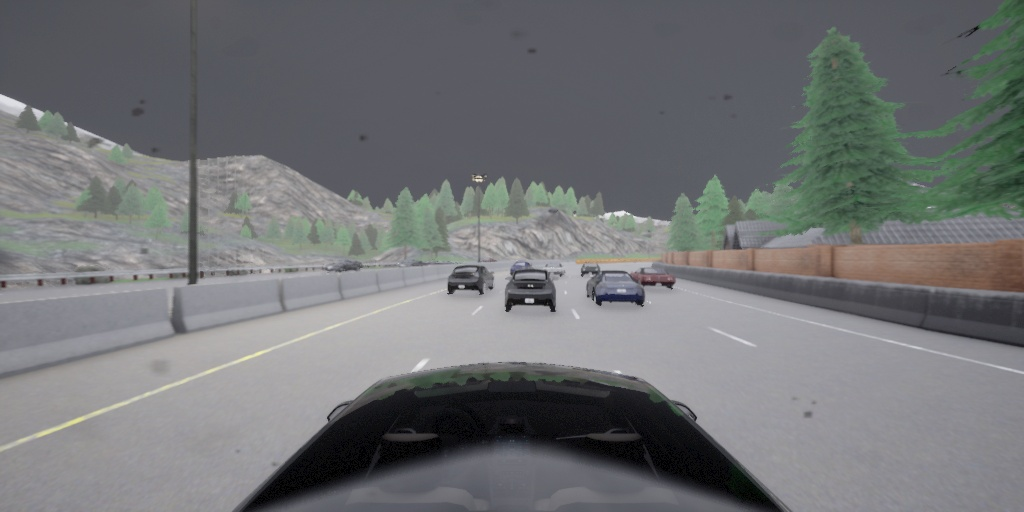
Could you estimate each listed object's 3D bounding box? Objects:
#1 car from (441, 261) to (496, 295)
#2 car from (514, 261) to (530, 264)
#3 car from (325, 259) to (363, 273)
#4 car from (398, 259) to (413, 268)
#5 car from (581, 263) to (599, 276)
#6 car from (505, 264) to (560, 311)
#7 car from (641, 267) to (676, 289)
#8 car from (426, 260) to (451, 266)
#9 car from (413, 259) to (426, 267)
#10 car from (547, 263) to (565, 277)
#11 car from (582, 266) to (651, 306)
[{"bbox_3d":[-2.160,1.238,19.722,1.837,1.490,4.892,0,0,7],"label":"car"},{"bbox_3d":[1.055,1.258,37.330,1.812,1.442,4.674,0,0,13],"label":"car"},{"bbox_3d":[-19.595,1.164,42.006,2.128,1.511,4.902,0,0,14],"label":"car"},{"bbox_3d":[-13.874,1.177,49.770,2.128,1.511,4.902,0,0,17],"label":"car"},{"bbox_3d":[8.107,1.353,36.791,1.895,1.301,4.718,0,0,14],"label":"car"},{"bbox_3d":[0.789,1.250,14.411,1.837,1.490,4.892,0,0,5],"label":"car"},{"bbox_3d":[8.875,1.363,23.065,1.895,1.301,4.718,0,0,9],"label":"car"},{"bbox_3d":[-8.301,1.267,43.807,1.994,1.385,4.181,0,0,15],"label":"car"},{"bbox_3d":[-10.858,1.258,47.620,1.994,1.385,4.181,0,0,16],"label":"car"},{"bbox_3d":[4.269,1.343,35.817,1.895,1.301,4.718,0,0,13],"label":"car"},{"bbox_3d":[4.467,1.318,15.962,1.994,1.385,4.181,0,0,6],"label":"car"}]
